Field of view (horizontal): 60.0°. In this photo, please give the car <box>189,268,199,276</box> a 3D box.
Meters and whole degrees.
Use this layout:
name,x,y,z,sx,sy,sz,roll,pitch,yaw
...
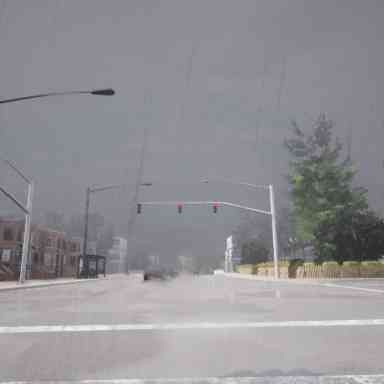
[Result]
name,x,y,z,sx,sy,sz,roll,pitch,yaw
car,0.378,14.645,61.314,2.033,1.411,5.357,-1,-13,0

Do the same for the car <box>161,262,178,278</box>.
name,x,y,z,sx,sy,sz,roll,pitch,yaw
car,-3.398,10.234,43.760,2.150,2.045,5.566,-1,-12,0

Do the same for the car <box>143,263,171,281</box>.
name,x,y,z,sx,sy,sz,roll,pitch,yaw
car,-3.464,7.788,31.902,2.033,1.411,5.357,-1,-13,0
